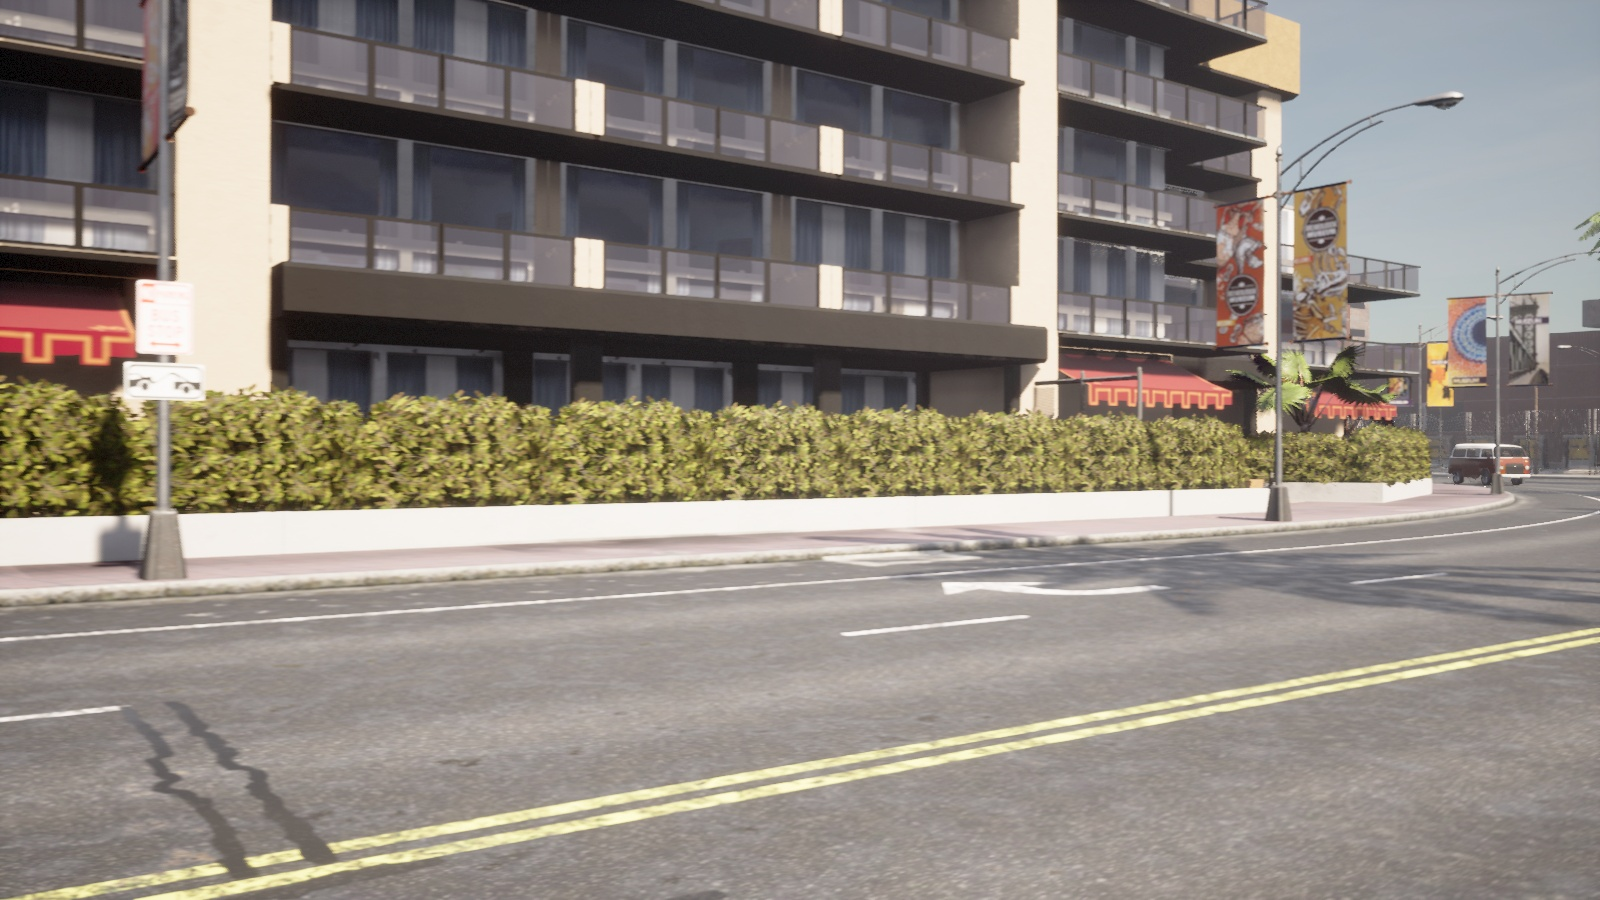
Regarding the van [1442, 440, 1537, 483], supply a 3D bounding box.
[{"bbox_3d":[33.579,0.547,61.285,2.069,2.038,4.480,0,0,-2],"label":"van"}]
